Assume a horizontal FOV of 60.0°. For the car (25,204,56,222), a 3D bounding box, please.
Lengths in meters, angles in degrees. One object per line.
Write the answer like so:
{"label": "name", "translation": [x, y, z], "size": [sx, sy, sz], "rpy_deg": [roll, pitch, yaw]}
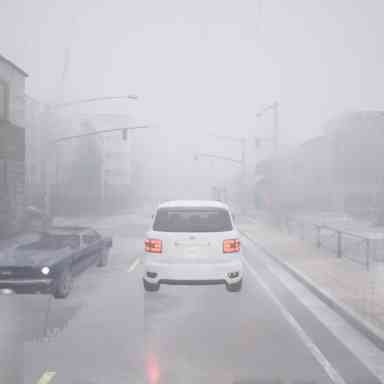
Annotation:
{"label": "car", "translation": [-13.310, 1.702, 26.559], "size": [4.674, 1.442, 1.812], "rpy_deg": [0, 0, -2]}

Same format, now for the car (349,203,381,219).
{"label": "car", "translation": [16.648, 1.740, 30.262], "size": [4.181, 1.385, 1.994], "rpy_deg": [0, 0, 0]}

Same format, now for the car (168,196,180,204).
{"label": "car", "translation": [-3.666, 1.547, 67.605], "size": [2.033, 1.411, 5.357], "rpy_deg": [0, 0, 0]}

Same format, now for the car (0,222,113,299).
{"label": "car", "translation": [-3.524, 1.601, 8.592], "size": [1.895, 1.301, 4.718], "rpy_deg": [0, 0, 1]}

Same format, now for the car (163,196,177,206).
{"label": "car", "translation": [-3.711, 1.491, 56.967], "size": [2.128, 1.511, 4.902], "rpy_deg": [0, 0, 0]}

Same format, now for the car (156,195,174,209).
{"label": "car", "translation": [-3.703, 1.352, 46.586], "size": [2.097, 1.767, 4.553], "rpy_deg": [0, 0, 0]}

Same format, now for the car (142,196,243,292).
{"label": "car", "translation": [0.033, 1.221, 9.074], "size": [2.150, 2.045, 5.566], "rpy_deg": [0, 0, 1]}
